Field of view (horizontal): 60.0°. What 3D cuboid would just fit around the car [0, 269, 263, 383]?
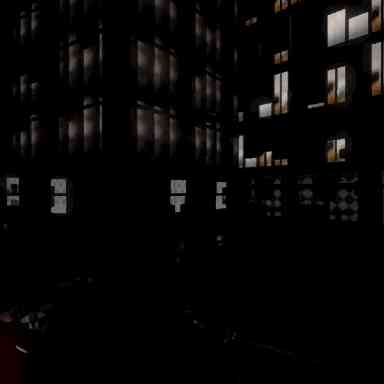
[{"bbox_3d":[-1.290,1.580,3.793,4.206,1.307,1.802,0,0,35],"label":"car"}]
